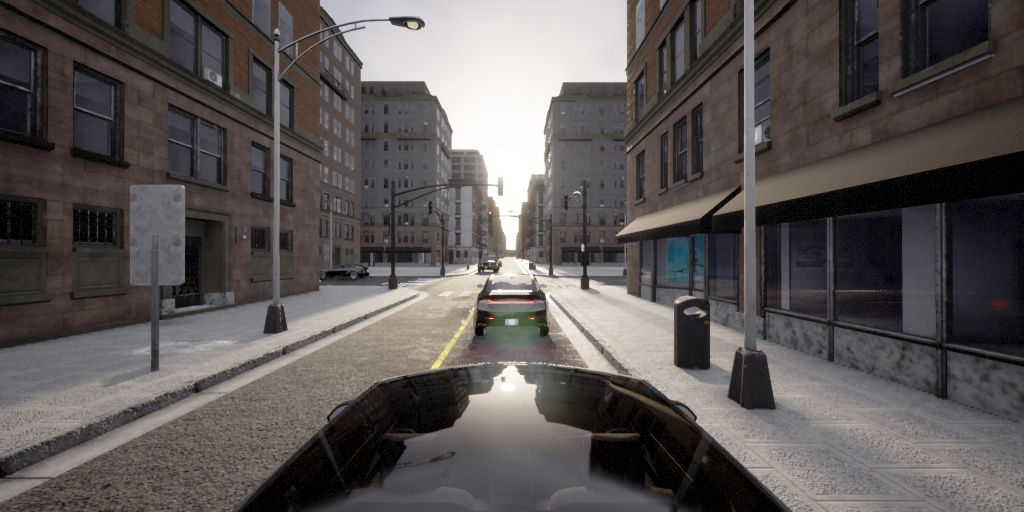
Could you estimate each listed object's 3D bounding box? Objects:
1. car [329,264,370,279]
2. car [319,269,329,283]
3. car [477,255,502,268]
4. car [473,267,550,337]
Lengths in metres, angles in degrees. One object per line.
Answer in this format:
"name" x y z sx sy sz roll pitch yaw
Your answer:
"car" -14.783 1.330 31.493 4.313 1.339 1.948 0 0 0
"car" -14.783 1.289 23.466 4.313 1.339 1.948 0 0 0
"car" -2.851 0.945 44.083 2.150 2.045 5.566 0 0 3
"car" -0.005 1.242 10.330 2.128 1.511 4.902 0 0 0
